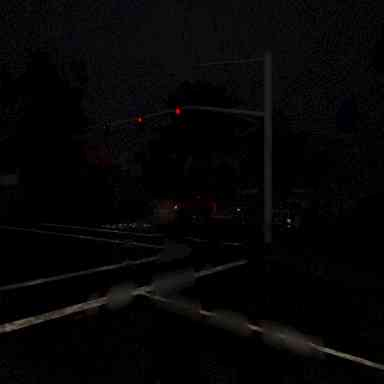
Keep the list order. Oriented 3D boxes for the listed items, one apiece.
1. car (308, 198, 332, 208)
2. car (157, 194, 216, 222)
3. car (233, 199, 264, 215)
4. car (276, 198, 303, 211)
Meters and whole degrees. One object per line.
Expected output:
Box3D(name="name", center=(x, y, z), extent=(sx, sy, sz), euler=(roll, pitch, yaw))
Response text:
Box3D(name="car", center=(18.905, 1.601, 49.120), extent=(1.895, 1.301, 4.718), euler=(0, 0, 41))
Box3D(name="car", center=(-0.337, 1.221, 27.008), extent=(2.150, 2.045, 5.566), euler=(0, 0, 41))
Box3D(name="car", center=(6.173, 1.491, 34.493), extent=(2.128, 1.511, 4.902), euler=(0, 0, 41))
Box3D(name="car", center=(12.272, 1.526, 41.512), extent=(1.812, 1.442, 4.674), euler=(0, 0, 41))
